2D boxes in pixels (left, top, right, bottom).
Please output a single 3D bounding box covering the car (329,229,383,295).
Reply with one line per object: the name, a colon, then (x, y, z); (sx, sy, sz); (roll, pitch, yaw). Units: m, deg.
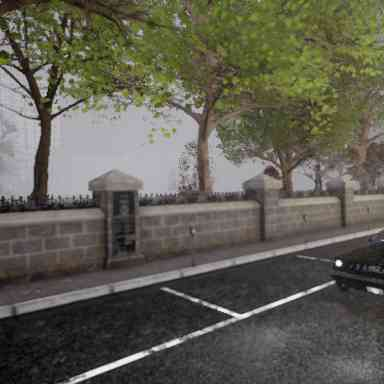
car: (5.116, 1.497, 7.621); (4.718, 1.301, 1.895); (-1, 0, -39)
